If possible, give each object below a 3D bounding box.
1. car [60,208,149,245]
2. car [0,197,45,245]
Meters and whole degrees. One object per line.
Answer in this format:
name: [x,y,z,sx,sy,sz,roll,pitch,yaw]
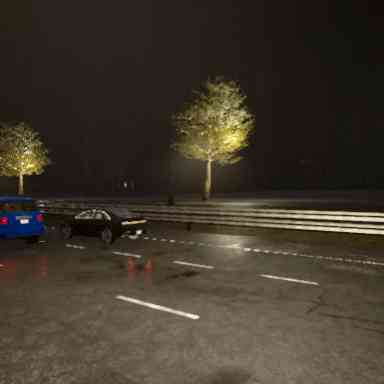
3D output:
car: [-4.228,1.500,15.602,4.902,1.511,2.128,0,0,35]
car: [-8.704,1.233,14.493,5.566,2.045,2.150,0,0,35]
